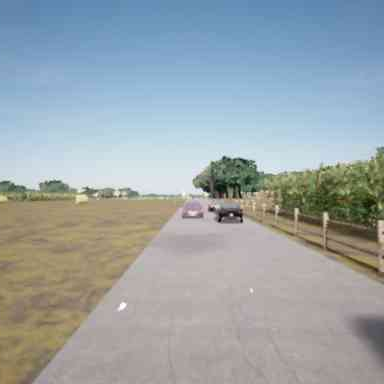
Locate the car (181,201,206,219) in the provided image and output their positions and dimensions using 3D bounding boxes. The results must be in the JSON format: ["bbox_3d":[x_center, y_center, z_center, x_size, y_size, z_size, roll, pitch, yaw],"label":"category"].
[{"bbox_3d":[0.071,1.547,29.384,1.812,1.442,4.674,0,0,0],"label":"car"}]

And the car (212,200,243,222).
[{"bbox_3d":[2.854,1.498,26.303,1.882,1.535,5.008,0,0,1],"label":"car"}]

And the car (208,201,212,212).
[{"bbox_3d":[2.872,1.650,39.731,1.895,1.301,4.718,0,0,1],"label":"car"}]
